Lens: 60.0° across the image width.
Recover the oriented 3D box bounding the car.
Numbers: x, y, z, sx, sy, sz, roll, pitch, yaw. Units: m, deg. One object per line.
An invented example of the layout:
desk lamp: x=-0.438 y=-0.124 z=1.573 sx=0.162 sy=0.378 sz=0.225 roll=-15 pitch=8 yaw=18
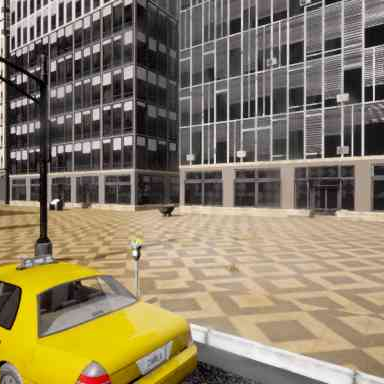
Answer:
car: x=-2.218 y=1.525 z=4.472 sx=4.829 sy=1.417 sz=1.752 roll=0 pitch=0 yaw=36
